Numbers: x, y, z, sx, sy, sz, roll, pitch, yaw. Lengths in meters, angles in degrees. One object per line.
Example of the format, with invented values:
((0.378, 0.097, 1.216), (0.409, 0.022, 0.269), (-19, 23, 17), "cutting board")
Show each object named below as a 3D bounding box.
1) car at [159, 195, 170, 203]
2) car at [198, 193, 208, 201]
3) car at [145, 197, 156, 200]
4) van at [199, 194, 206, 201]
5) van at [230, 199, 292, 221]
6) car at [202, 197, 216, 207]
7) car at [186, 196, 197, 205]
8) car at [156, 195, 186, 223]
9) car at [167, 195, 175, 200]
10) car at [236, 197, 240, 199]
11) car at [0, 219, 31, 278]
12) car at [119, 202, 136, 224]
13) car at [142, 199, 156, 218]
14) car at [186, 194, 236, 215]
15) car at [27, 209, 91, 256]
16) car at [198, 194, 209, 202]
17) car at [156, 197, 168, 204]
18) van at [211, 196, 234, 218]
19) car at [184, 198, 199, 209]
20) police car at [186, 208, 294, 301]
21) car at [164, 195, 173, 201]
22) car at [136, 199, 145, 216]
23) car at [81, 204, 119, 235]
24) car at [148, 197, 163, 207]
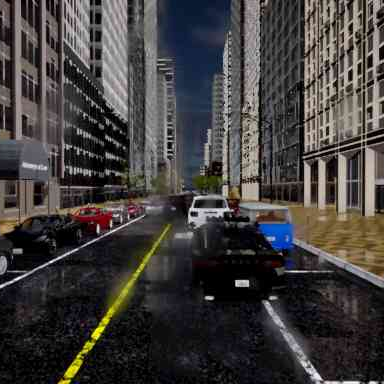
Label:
((-5.748, 1.421, 69.880), (1.967, 1.590, 4.097), (-1, 0, 0), "car")
((2.623, 1.292, 81.254), (2.192, 1.841, 5.009), (-1, 0, 0), "car")
((-5.728, 1.540, 41.462), (2.008, 1.369, 4.403), (-1, 0, 0), "car")
((2.619, 1.315, 86.937), (1.690, 1.788, 3.998), (-1, 0, 0), "van")
((2.670, 1.338, 13.050), (1.690, 1.788, 3.998), (-1, 0, 0), "van")
((2.645, 1.537, 52.835), (2.008, 1.369, 4.403), (-1, 0, 0), "car")
((-0.043, 1.510, 59.405), (1.812, 1.442, 4.674), (0, 0, 0), "car")
((-0.161, 1.214, 24.779), (2.150, 2.045, 5.566), (-1, 0, 24), "car")
((-5.763, 1.538, 92.615), (1.947, 1.339, 4.313), (-1, 0, 0), "car")
((2.662, 1.309, 24.417), (2.192, 1.841, 5.009), (-1, 0, 0), "car")
((-5.705, 1.549, 7.360), (2.008, 1.369, 4.403), (-1, 0, 0), "car")
((-5.717, 1.545, 24.411), (2.008, 1.369, 4.403), (-1, 0, 0), "car")
((-3.019, 1.593, 29.942), (1.895, 1.301, 4.718), (0, 0, 0), "car")
((0.886, 1.220, 18.426), (2.150, 2.045, 5.566), (0, 0, 0), "car")
((-5.708, 1.563, 13.044), (1.947, 1.339, 4.313), (-1, 0, 0), "car")
((2.627, 1.294, 75.570), (2.192, 1.841, 5.009), (-1, 0, 0), "car")
((-5.743, 1.564, 64.197), (1.802, 1.307, 4.206), (-1, 0, 0), "car")
((2.658, 1.334, 30.101), (1.690, 1.788, 3.998), (-1, 0, 0), "van")
((-0.020, 1.552, 45.677), (1.994, 1.385, 4.181), (0, 0, 1), "car")
((0.892, 1.423, 8.505), (1.930, 1.638, 5.238), (0, 0, 0), "police car")
((-5.755, 1.502, 81.078), (1.752, 1.417, 4.829), (-1, 0, 0), "car")
((-5.720, 1.574, 30.095), (1.802, 1.307, 4.206), (-1, 0, 0), "car")
((-5.712, 1.540, 18.728), (1.887, 1.381, 4.507), (-1, 0, 0), "car")
((-5.736, 1.537, 52.829), (2.008, 1.369, 4.403), (-1, 0, 0), "car")
